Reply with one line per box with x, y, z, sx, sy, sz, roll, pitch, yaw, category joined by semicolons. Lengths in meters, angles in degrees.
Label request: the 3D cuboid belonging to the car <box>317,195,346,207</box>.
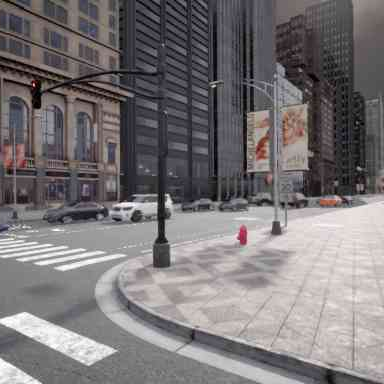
19.856;1.188;47.201;2.097;1.767;4.553;-1;0;36;car

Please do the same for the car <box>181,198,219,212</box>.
0.678;1.452;37.385;1.837;1.490;4.892;-1;0;35;car

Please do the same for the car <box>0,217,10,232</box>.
-10.833;1.530;14.491;2.033;1.411;5.357;-1;0;24;car

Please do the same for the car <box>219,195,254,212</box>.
4.757;1.422;37.507;1.837;1.490;4.892;-1;0;36;car

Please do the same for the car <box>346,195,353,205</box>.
25.240;1.331;54.767;1.837;1.490;4.892;-1;0;35;car

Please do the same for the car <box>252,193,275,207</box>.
10.131;1.140;50.545;2.150;2.045;5.566;-1;-1;36;car

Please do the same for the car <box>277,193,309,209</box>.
13.764;1.090;44.243;2.150;2.045;5.566;-1;0;35;car

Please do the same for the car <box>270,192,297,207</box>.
13.813;1.103;50.089;2.150;2.045;5.566;-1;0;35;car

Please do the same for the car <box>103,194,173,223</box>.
-3.740;1.173;25.577;2.150;2.045;5.566;-1;0;35;car

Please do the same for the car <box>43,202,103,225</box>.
-8.477;1.490;24.523;1.837;1.490;4.892;-1;0;35;car
